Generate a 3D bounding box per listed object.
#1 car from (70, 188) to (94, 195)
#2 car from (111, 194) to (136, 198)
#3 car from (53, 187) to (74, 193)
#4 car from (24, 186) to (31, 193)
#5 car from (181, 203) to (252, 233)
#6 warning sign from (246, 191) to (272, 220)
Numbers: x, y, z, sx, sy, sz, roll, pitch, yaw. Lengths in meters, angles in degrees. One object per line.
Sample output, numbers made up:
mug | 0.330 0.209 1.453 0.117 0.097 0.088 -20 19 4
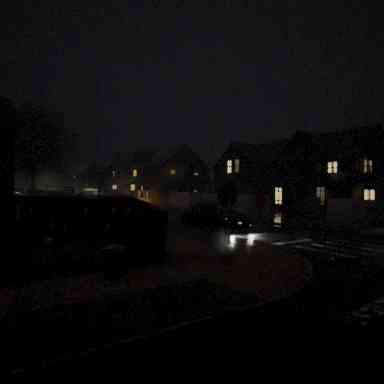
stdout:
car | -13.877 0.629 43.653 2.033 1.411 5.357 1 1 -35
car | -5.442 0.944 26.868 1.837 1.490 4.892 1 2 -36
car | -17.373 0.484 43.694 2.128 1.511 4.902 1 0 -35
car | -39.771 -0.571 81.452 2.097 1.767 4.553 -1 2 -36
car | 1.180 1.261 17.587 1.994 1.385 4.181 1 1 -35
warning sign | 4.482 0.857 22.177 1.300 1.860 1.060 0 0 -36
